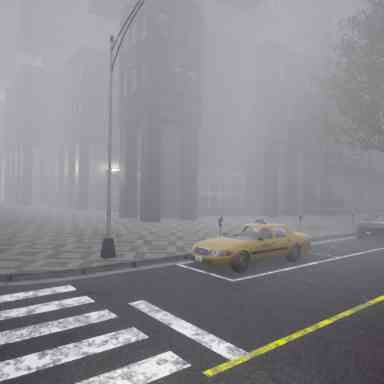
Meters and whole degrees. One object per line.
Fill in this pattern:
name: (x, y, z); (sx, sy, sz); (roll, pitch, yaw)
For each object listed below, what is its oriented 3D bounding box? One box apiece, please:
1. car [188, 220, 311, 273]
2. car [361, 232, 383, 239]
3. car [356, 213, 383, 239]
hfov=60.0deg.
car: (2.076, 1.632, 11.121); (4.829, 1.417, 1.752); (1, 0, -39)
car: (5.595, 1.603, 6.552); (4.902, 1.511, 2.128); (1, -1, -39)
car: (10.472, 1.808, 17.832); (4.507, 1.381, 1.887); (1, 0, -39)
